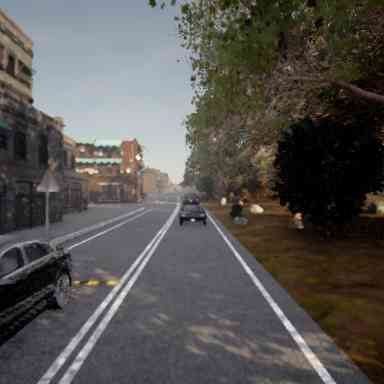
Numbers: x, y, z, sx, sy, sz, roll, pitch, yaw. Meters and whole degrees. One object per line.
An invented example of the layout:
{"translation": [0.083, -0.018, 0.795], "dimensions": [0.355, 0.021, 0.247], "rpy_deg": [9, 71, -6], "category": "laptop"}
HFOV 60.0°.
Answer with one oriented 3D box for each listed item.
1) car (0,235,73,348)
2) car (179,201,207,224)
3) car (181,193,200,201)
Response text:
{"translation": [-3.353, 1.491, 4.960], "dimensions": [2.128, 1.511, 4.902], "rpy_deg": [0, 0, 0], "category": "car"}
{"translation": [0.050, 1.579, 24.447], "dimensions": [1.895, 1.301, 4.718], "rpy_deg": [0, 0, 0], "category": "car"}
{"translation": [-0.180, 1.155, 42.716], "dimensions": [2.150, 2.045, 5.566], "rpy_deg": [0, 0, -1], "category": "car"}
